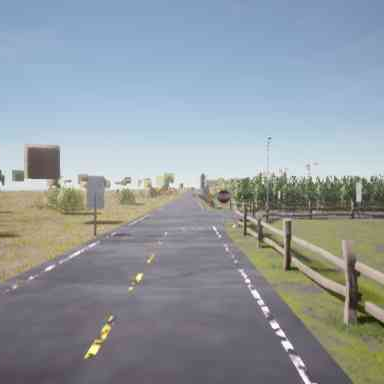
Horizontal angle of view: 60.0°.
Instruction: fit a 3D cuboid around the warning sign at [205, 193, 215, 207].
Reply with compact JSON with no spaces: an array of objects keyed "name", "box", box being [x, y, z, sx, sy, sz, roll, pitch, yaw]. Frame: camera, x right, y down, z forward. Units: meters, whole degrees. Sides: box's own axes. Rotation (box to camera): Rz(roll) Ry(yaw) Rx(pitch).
[{"name":"warning sign","box":[2.448,1.037,45.034,1.300,1.860,1.060,0,0,0]}]
